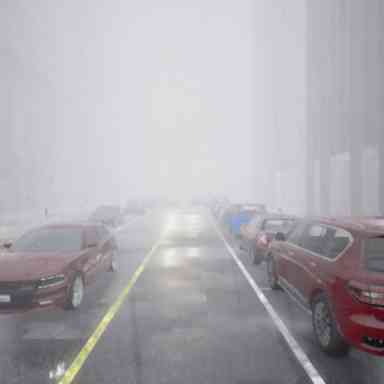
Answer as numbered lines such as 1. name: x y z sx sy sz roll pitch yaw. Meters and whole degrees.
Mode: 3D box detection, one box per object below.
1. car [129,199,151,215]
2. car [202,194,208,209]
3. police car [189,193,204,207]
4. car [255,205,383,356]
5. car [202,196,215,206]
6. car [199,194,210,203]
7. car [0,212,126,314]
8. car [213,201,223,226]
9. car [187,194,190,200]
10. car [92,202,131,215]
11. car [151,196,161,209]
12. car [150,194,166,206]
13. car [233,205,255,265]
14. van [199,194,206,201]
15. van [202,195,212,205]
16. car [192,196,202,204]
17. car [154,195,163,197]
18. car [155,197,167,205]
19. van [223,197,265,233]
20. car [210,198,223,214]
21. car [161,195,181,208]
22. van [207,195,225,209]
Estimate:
1. car: -5.760 1.463 34.187 1.967 1.590 4.097 0 0 0
2. car: 2.764 1.475 45.467 1.967 1.590 4.097 0 0 0
3. police car: 0.899 1.469 53.922 1.930 1.638 5.238 0 0 0
4. car: 2.766 1.319 6.011 2.192 1.841 5.009 0 0 0
5. car: 2.764 1.487 56.741 1.967 1.590 4.097 0 0 0
6. car: 2.764 1.380 73.652 2.192 1.841 5.009 0 0 0
7. car: -3.100 1.482 7.957 1.882 1.535 5.008 0 0 0
8. car: 2.765 1.565 22.921 2.008 1.369 4.403 0 0 0
9. car: 0.648 1.413 69.692 2.097 1.767 4.553 0 0 -5
10. car: -5.760 1.580 22.914 1.947 1.339 4.313 0 0 0
11. car: -5.761 1.601 45.459 1.947 1.339 4.313 0 0 0
12. car: -5.761 1.362 56.731 2.192 1.841 5.009 0 0 0
13. car: 2.766 1.447 11.648 1.967 1.590 4.097 0 0 0
14. van: 2.763 1.425 90.562 1.690 1.788 3.998 0 0 0
15. van: 2.764 1.394 62.378 1.690 1.788 3.998 0 0 0
16. car: 0.898 1.560 63.812 1.837 1.490 4.892 0 0 0
17. car: -5.761 1.585 51.095 1.887 1.381 4.507 0 0 0
18. car: -5.762 1.619 62.368 1.947 1.339 4.313 0 0 0
19. van: 2.766 1.352 17.285 1.690 1.788 3.998 0 0 0
20. car: 2.765 1.544 28.727 1.752 1.417 4.829 0 0 0
21. car: -3.086 1.587 49.530 2.033 1.411 5.357 0 0 0
22. van: 2.765 1.365 34.194 1.690 1.788 3.998 0 0 0
